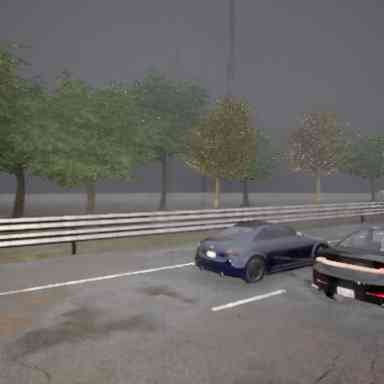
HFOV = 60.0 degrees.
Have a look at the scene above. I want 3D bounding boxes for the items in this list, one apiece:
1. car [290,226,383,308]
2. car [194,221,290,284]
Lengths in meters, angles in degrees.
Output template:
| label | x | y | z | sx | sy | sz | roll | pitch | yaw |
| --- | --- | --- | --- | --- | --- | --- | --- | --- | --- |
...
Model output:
| label | x | y | z | sx | sy | sz | roll | pitch | yaw |
| --- | --- | --- | --- | --- | --- | --- | --- | --- | --- |
| car | 4.555 | 1.460 | 6.994 | 4.902 | 1.511 | 2.128 | 0 | 0 | -35 |
| car | 2.122 | 1.534 | 9.555 | 4.181 | 1.385 | 1.994 | 0 | 0 | -35 |
